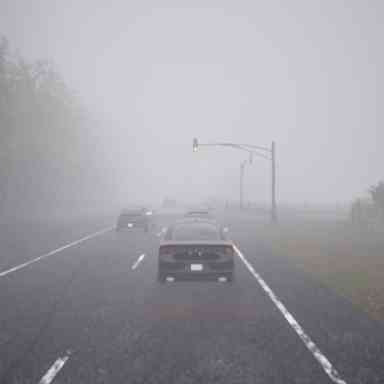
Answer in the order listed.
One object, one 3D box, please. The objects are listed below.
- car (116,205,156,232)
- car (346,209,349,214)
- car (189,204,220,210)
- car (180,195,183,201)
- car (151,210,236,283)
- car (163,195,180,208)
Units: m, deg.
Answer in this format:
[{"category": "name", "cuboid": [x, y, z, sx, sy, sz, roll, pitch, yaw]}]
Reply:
[{"category": "car", "cuboid": [-3.396, 1.558, 20.698, 1.837, 1.490, 4.892, 0, 0, 0]}, {"category": "car", "cuboid": [19.252, 1.894, 35.189, 5.357, 1.411, 2.033, 1, -1, 0]}, {"category": "car", "cuboid": [0.770, 1.547, 21.760, 2.128, 1.511, 4.902, 0, 0, 11]}, {"category": "car", "cuboid": [-3.484, 1.559, 90.268, 2.097, 1.767, 4.553, 0, 0, 0]}, {"category": "car", "cuboid": [0.098, 1.503, 9.738, 1.882, 1.535, 5.008, 0, 0, 0]}, {"category": "car", "cuboid": [-3.391, 1.476, 52.148, 2.097, 1.767, 4.553, 0, 0, 0]}]
